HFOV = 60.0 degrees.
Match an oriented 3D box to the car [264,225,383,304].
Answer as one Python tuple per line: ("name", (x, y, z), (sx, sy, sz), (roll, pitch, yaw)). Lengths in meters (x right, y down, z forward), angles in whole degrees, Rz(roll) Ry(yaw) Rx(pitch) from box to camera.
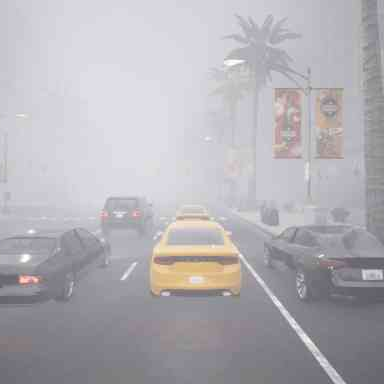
("car", (3.164, 1.513, 8.227), (2.161, 1.482, 4.786), (0, 0, -1))

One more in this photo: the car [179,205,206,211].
("car", (0.031, 1.478, 18.836), (1.882, 1.535, 5.008), (0, 0, 0))

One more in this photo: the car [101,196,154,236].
("car", (-3.467, 1.222, 18.565), (2.150, 2.045, 5.566), (0, 0, 0))

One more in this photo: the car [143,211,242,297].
("car", (0.070, 1.478, 8.637), (1.882, 1.535, 5.008), (0, 0, 0))

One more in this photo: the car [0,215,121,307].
("car", (-3.424, 1.547, 8.206), (2.033, 1.411, 5.357), (0, 0, 0))
